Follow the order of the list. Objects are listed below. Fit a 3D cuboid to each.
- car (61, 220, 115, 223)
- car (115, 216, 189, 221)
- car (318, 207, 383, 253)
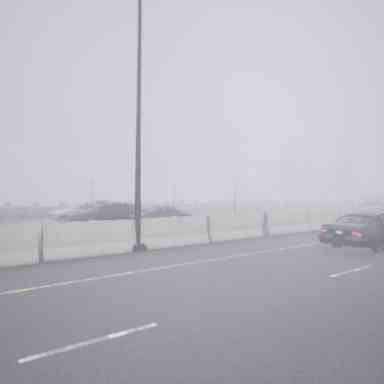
[{"bbox_3d":[-5.572,1.467,21.584,4.892,1.490,1.837,0,0,-36],"label":"car"},{"bbox_3d":[-2.073,1.519,19.794,4.181,1.385,1.994,0,0,-36],"label":"car"},{"bbox_3d":[7.283,1.492,13.352,5.357,1.411,2.033,0,0,-36],"label":"car"}]
